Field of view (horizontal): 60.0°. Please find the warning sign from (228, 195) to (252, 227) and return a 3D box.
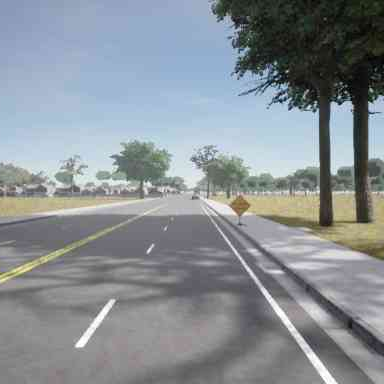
[{"bbox_3d":[2.848,1.110,19.792,1.300,1.860,1.060,0,0,0],"label":"warning sign"}]
